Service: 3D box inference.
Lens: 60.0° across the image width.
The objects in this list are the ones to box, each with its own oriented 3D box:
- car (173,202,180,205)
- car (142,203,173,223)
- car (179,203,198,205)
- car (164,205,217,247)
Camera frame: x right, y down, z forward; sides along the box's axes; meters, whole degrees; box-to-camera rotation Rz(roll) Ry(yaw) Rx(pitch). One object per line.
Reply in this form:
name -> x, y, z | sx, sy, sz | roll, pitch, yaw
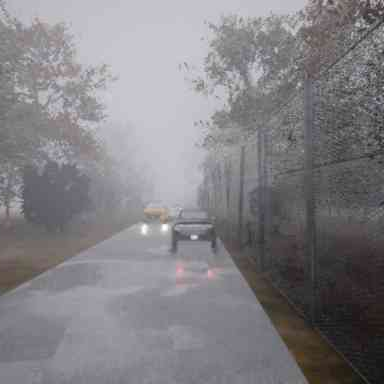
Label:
car -> -3.114, 2.734, 69.704 | 1.994, 1.385, 4.181 | 0, -2, -1
car -> -2.910, 1.656, 27.395 | 1.882, 1.535, 5.008 | 0, -1, 0
car -> 0.006, 1.833, 34.527 | 2.033, 1.411, 5.357 | 0, -1, 0
car -> 0.079, 1.544, 15.232 | 2.128, 1.511, 4.902 | 0, 0, 0
